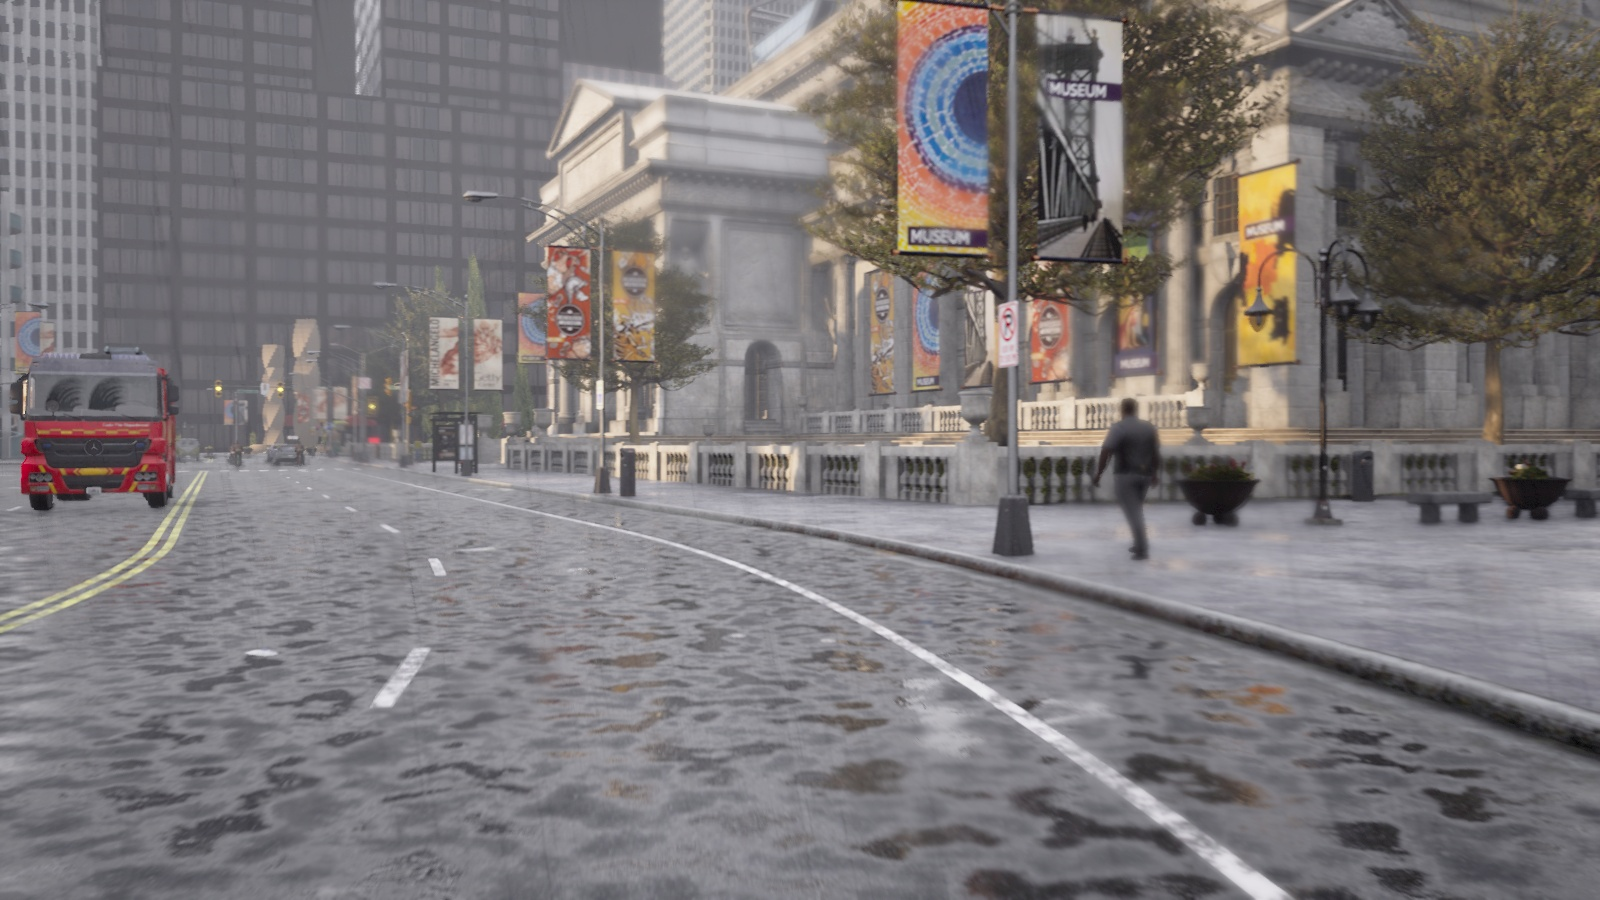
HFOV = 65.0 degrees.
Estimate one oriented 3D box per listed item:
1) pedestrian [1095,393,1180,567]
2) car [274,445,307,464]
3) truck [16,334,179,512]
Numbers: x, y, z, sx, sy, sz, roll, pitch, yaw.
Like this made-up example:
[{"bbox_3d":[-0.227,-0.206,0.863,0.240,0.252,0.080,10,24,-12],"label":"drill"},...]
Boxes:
[{"bbox_3d":[3.774,0.324,14.091,0.563,1.883,0.849,0,0,-16],"label":"pedestrian"},{"bbox_3d":[-36.517,0.303,90.014,1.994,1.385,4.181,0,0,-25],"label":"car"},{"bbox_3d":[-17.310,-0.595,31.451,2.891,3.827,8.468,0,0,-25],"label":"truck"}]
